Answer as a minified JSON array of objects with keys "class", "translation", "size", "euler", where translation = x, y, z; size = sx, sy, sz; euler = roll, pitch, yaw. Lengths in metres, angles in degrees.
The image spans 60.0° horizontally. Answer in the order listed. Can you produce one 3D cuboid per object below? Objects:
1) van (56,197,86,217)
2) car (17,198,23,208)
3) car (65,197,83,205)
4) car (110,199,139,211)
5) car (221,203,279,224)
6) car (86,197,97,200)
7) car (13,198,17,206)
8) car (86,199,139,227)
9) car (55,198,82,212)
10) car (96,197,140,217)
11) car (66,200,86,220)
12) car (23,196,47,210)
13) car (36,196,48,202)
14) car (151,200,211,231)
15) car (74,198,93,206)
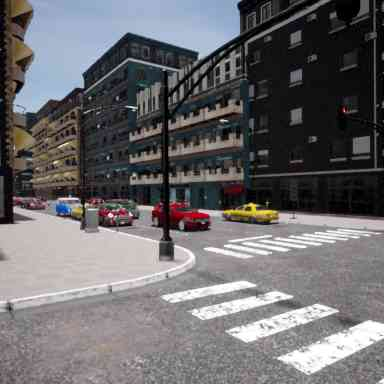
[{"class":"van","translation":[-12.232,1.483,32.960],"size":[1.690,1.788,3.998],"euler":[-1,1,-35]},{"class":"car","translation":[-25.076,1.769,50.989],"size":[1.947,1.339,4.313],"euler":[-1,1,-35]},{"class":"car","translation":[-21.465,1.645,60.359],"size":[2.008,1.369,4.403],"euler":[-1,1,-35]},{"class":"car","translation":[-8.617,1.581,42.331],"size":[2.008,1.369,4.403],"euler":[-1,1,-35]},{"class":"car","translation":[4.132,1.498,24.443],"size":[1.752,1.417,4.829],"euler":[-1,1,-35]},{"class":"car","translation":[-15.043,1.501,51.344],"size":[1.967,1.590,4.097],"euler":[-1,1,-35]},{"class":"car","translation":[-31.501,1.782,60.003],"size":[1.887,1.381,4.507],"euler":[-1,1,-35]},{"class":"car","translation":[-5.806,1.553,23.948],"size":[1.967,1.590,4.097],"euler":[-1,1,-35]},{"class":"car","translation":[-15.917,1.622,42.654],"size":[2.128,1.511,4.902],"euler":[-1,0,-35]},{"class":"car","translation":[-6.321,1.438,29.132],"size":[2.097,1.767,4.553],"euler":[-1,0,-35]},{"class":"car","translation":[-8.918,1.652,28.316],"size":[1.752,1.417,4.829],"euler":[-1,1,-35]},{"class":"car","translation":[-21.867,1.628,46.481],"size":[1.967,1.590,4.097],"euler":[-1,1,-35]},{"class":"car","translation":[-37.525,1.728,82.893],"size":[1.887,1.381,4.507],"euler":[-1,1,-35]},{"class":"car","translation":[-0.804,1.538,21.403],"size":[1.882,1.535,5.008],"euler":[-1,0,-36]},{"class":"car","translation":[-18.253,1.643,55.852],"size":[1.947,1.339,4.313],"euler":[-1,1,-35]}]
